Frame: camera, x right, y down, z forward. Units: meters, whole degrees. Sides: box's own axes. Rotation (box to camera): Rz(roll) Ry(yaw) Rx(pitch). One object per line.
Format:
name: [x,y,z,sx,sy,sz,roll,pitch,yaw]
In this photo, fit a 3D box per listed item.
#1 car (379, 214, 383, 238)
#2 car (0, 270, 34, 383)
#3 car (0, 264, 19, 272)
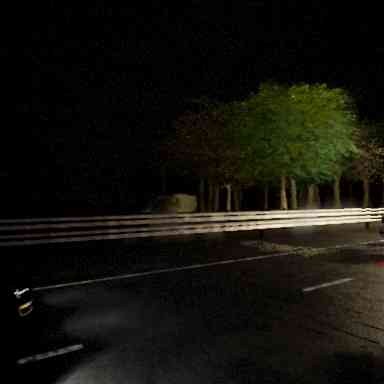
car: [10.974,1.436,15.406,5.566,2.045,2.150,1,0,-33]
car: [-2.994,1.542,1.604,4.181,1.385,1.994,1,0,-35]
car: [-4.869,1.484,4.565,4.892,1.490,1.837,1,0,-35]
